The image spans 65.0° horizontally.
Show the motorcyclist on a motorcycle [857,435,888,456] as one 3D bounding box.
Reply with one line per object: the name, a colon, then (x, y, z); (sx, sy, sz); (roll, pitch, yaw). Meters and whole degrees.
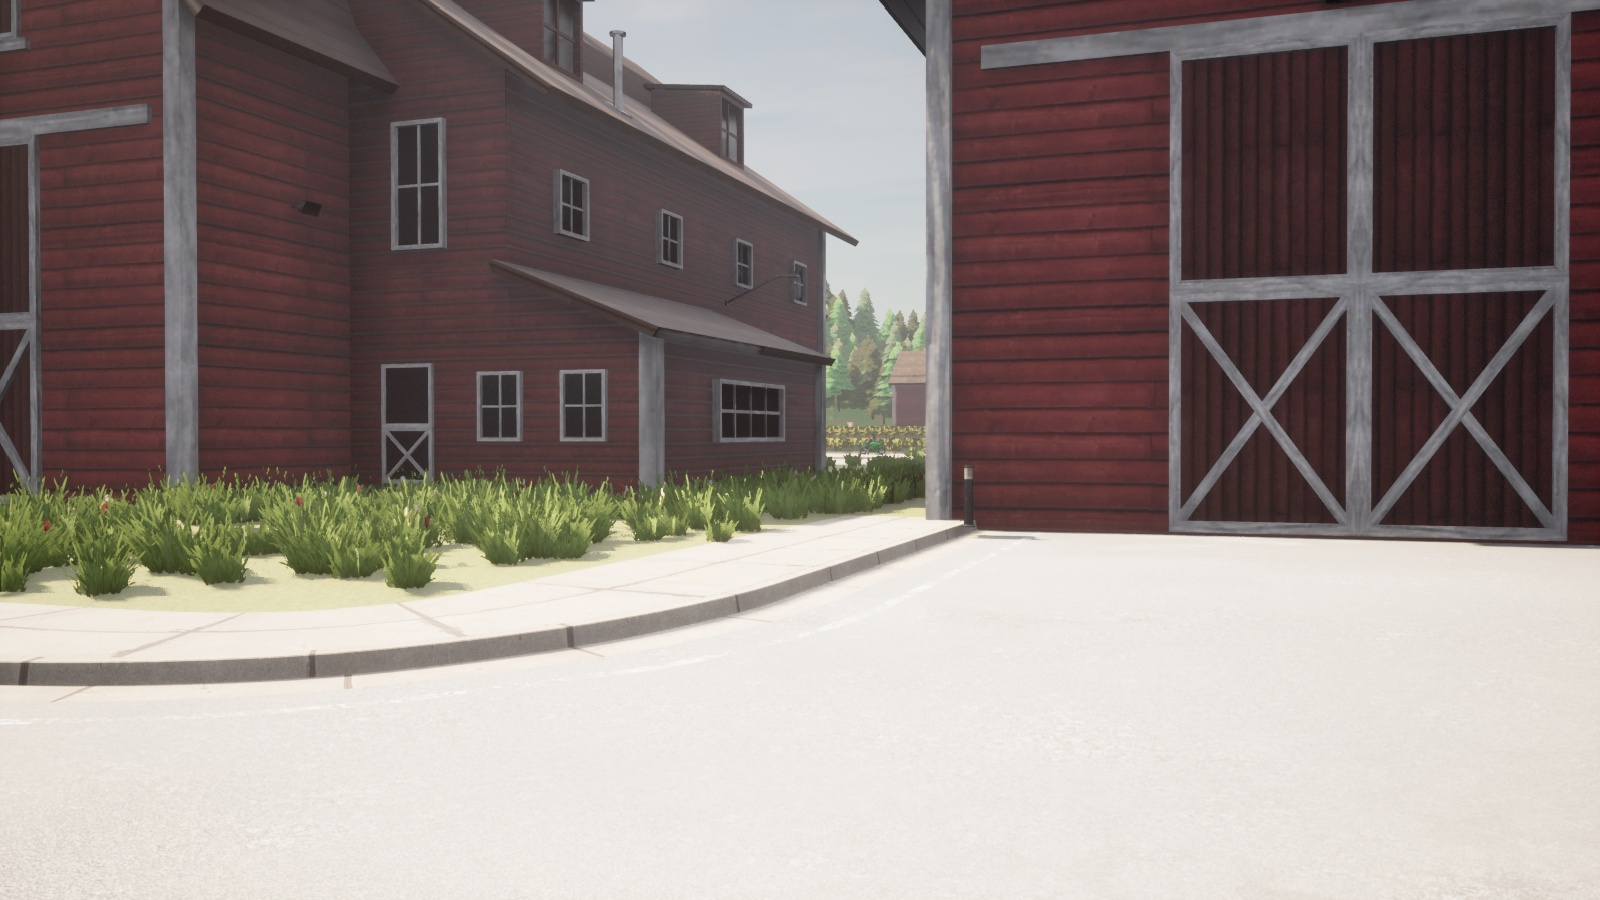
motorcyclist on a motorcycle: (5.279, -0.348, 91.460); (2.044, 1.523, 0.797); (1, 1, 19)
